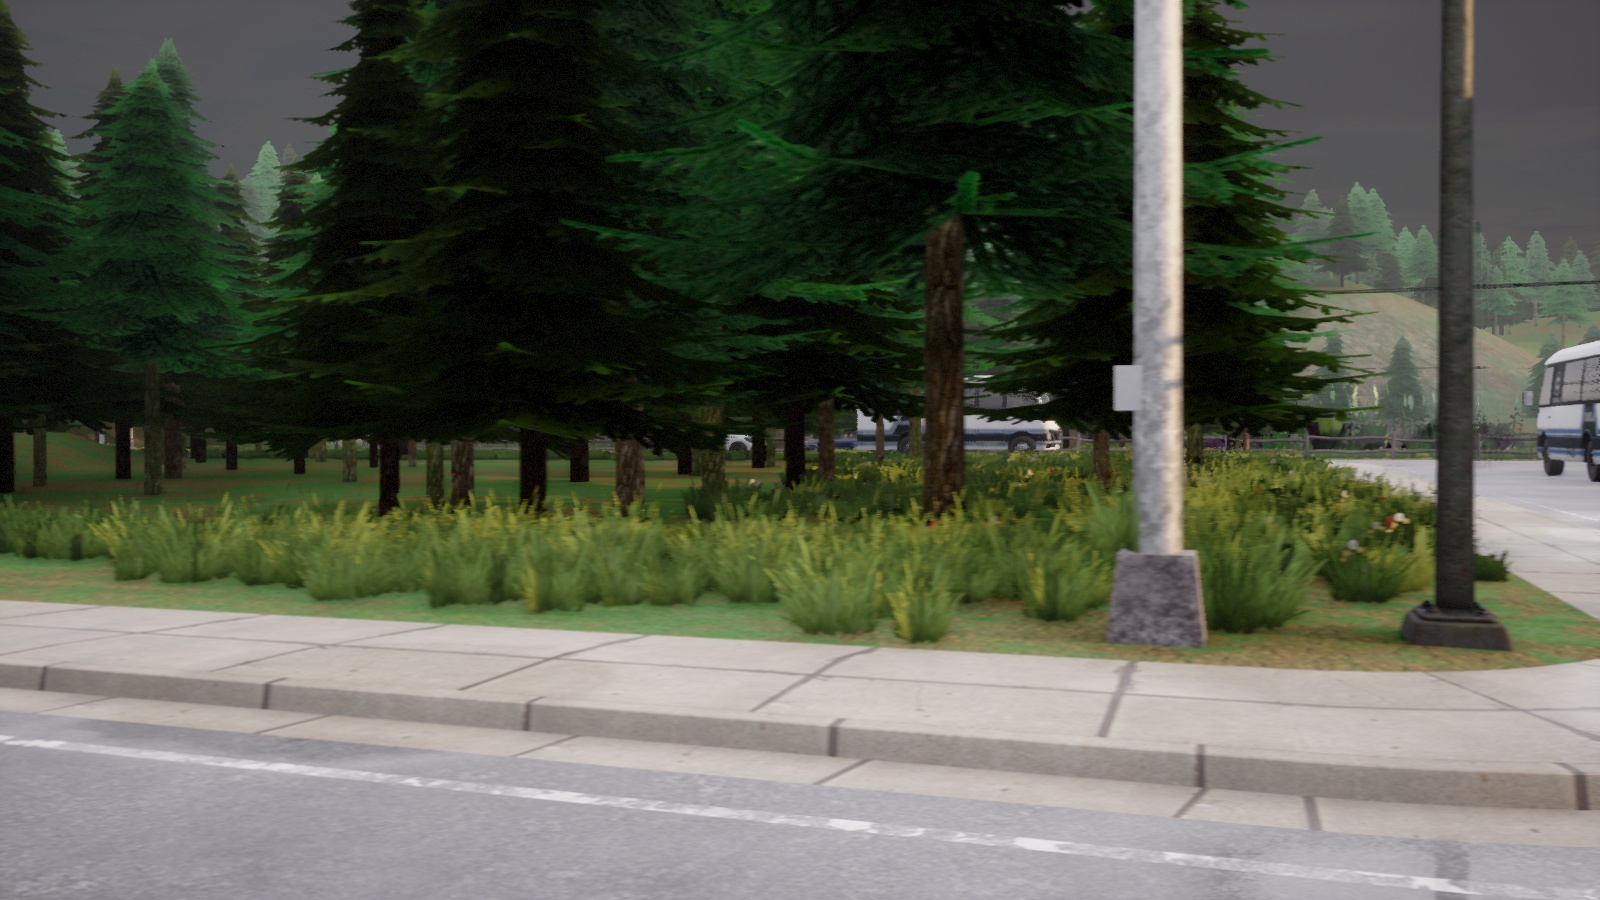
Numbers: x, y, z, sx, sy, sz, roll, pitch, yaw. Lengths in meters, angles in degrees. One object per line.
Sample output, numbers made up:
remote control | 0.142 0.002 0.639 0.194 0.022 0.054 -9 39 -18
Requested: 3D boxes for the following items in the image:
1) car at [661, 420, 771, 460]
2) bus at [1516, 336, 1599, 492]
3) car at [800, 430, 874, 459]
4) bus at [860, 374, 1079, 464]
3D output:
car | -4.588 -0.565 68.364 5.566 2.045 2.150 1 1 21
bus | 25.253 -1.039 38.527 3.944 4.253 10.273 1 1 20
car | 2.038 -0.298 69.597 3.705 1.549 1.789 1 1 21
bus | 8.541 -1.535 63.344 10.273 4.253 3.944 1 1 22
